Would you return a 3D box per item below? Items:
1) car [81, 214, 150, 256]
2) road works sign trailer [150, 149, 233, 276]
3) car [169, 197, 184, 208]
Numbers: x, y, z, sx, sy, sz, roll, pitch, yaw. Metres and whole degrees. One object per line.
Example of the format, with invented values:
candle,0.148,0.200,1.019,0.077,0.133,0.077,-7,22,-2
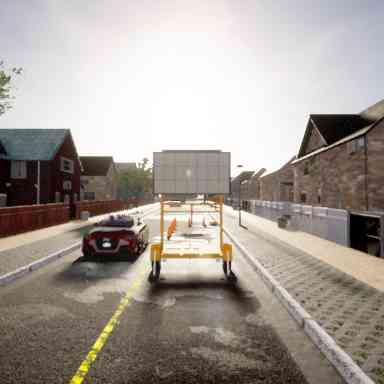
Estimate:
car,-2.855,1.591,13.169,1.994,1.385,4.181,0,0,0
road works sign trailer,-0.007,0.483,10.393,2.380,3.560,2.880,0,0,1
car,-2.863,1.841,55.741,2.033,1.411,5.357,0,-1,0
